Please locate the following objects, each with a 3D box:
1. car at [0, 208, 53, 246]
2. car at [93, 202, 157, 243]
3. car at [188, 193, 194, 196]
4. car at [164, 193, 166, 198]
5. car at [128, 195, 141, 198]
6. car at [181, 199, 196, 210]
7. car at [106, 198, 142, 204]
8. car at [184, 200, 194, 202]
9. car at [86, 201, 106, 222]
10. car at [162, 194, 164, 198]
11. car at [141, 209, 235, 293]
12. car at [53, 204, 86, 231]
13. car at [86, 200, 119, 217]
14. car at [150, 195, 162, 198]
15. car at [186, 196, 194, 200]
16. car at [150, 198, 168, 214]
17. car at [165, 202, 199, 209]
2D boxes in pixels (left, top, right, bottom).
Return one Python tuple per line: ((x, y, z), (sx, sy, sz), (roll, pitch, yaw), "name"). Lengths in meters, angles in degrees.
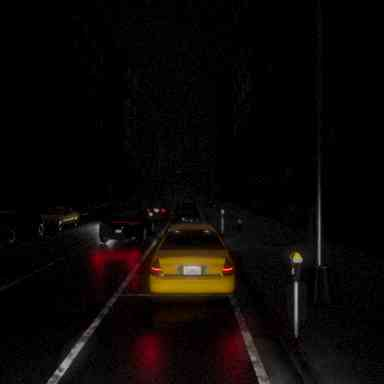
((-8.408, 1.566, 15.368), (1.947, 1.339, 4.313), (0, 0, 0), "car")
((-3.022, 1.477, 16.166), (1.882, 1.535, 5.008), (0, 0, 0), "car")
((-0.382, 1.395, 90.663), (1.967, 1.590, 4.097), (0, 0, 0), "car")
((-8.408, 1.486, 85.047), (1.752, 1.417, 4.829), (0, 0, 0), "car")
((-8.408, 1.302, 47.845), (2.192, 1.841, 5.009), (0, 0, 0), "car")
((-0.383, 1.572, 42.423), (1.802, 1.307, 4.206), (0, 0, 0), "car")
((-5.866, 1.490, 27.894), (2.128, 1.511, 4.902), (0, 0, 0), "car")
((-0.383, 1.565, 26.185), (1.947, 1.339, 4.313), (0, 0, 0), "car")
((-8.408, 1.581, 26.194), (1.802, 1.307, 4.206), (0, 0, 0), "car")
((-8.408, 1.510, 79.763), (1.887, 1.381, 4.507), (0, 0, 0), "car")
((0.005, 1.457, 8.840), (1.801, 1.575, 5.366), (0, 0, 0), "car")
((-8.408, 1.525, 20.611), (1.752, 1.417, 4.829), (0, 0, 0), "car")
((-8.408, 1.548, 31.607), (2.008, 1.369, 4.403), (0, 0, 0), "car")
((-8.408, 1.520, 74.308), (2.008, 1.369, 4.403), (0, 0, 0), "car")
((-0.383, 1.519, 37.181), (1.752, 1.417, 4.829), (0, 0, 0), "car")
((-2.925, 1.545, 29.493), (2.033, 1.411, 5.357), (0, 0, 0), "car")
((-0.383, 1.565, 20.772), (1.947, 1.339, 4.313), (0, 0, 0), "car")
